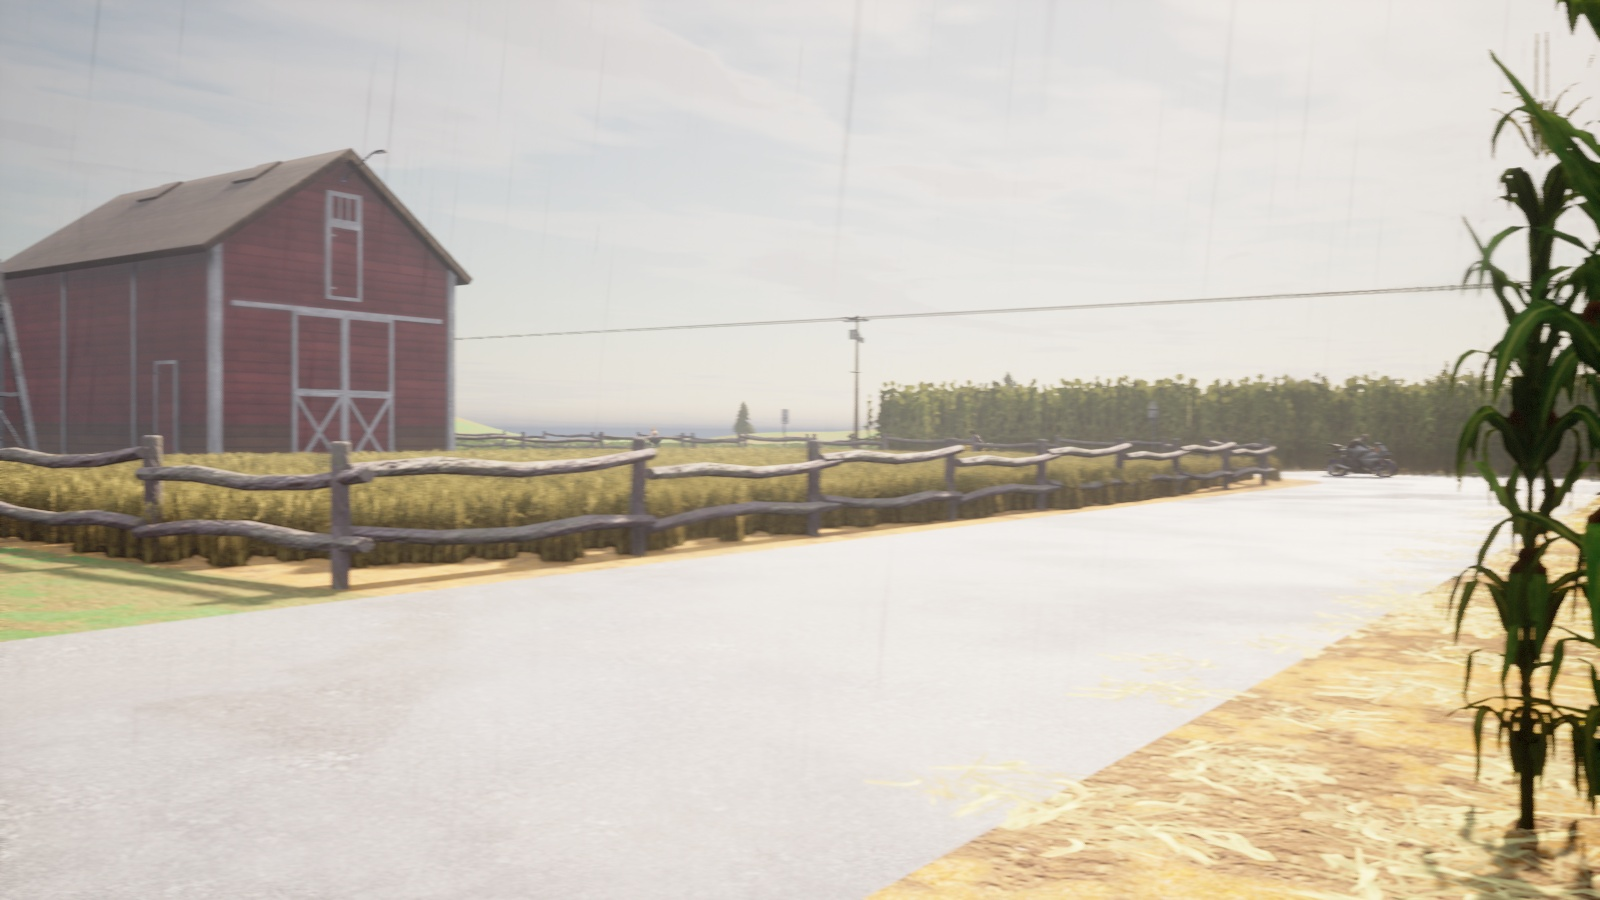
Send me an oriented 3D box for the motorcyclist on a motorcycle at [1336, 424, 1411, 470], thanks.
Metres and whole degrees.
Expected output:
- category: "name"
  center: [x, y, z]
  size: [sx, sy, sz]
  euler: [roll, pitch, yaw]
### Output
- category: "motorcyclist on a motorcycle"
  center: [19.547, -0.124, 42.820]
  size: [2.191, 1.530, 0.866]
  euler: [0, 1, 35]
